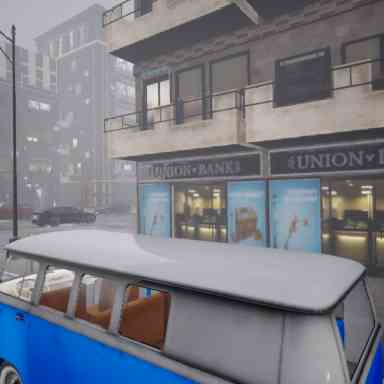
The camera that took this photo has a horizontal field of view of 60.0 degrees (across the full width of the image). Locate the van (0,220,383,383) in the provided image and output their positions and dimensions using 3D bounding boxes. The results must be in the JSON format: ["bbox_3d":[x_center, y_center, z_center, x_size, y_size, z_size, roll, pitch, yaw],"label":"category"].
[{"bbox_3d":[-0.399,1.342,3.144,3.998,1.788,1.690,0,-1,36],"label":"van"}]

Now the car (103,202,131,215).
[{"bbox_3d":[-8.575,1.799,36.365,1.947,1.339,4.313,-2,-1,36],"label":"car"}]

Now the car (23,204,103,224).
[{"bbox_3d":[-8.500,1.584,22.314,1.947,1.339,4.313,-2,-1,36],"label":"car"}]

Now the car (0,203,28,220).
[{"bbox_3d":[-15.252,1.609,27.280,1.967,1.590,4.097,-2,-1,36],"label":"car"}]
